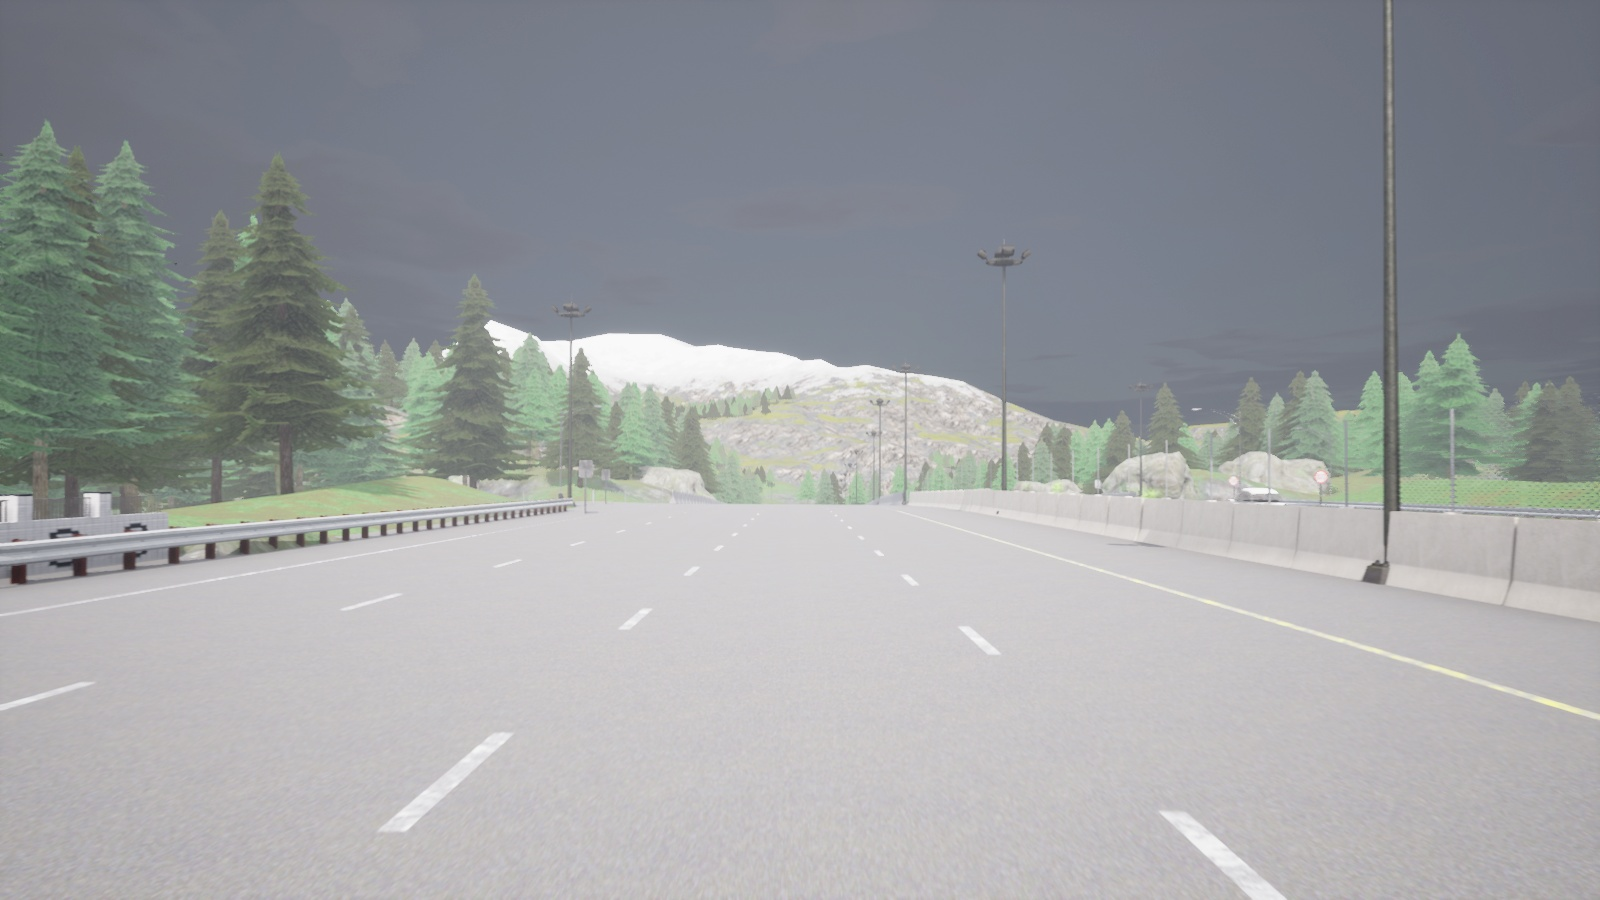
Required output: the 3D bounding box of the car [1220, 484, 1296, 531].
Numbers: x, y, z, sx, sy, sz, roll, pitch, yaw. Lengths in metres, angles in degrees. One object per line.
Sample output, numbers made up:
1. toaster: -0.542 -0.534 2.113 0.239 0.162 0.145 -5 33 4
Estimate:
1. car: 13.909 1.731 38.232 1.481 1.376 2.207 0 -1 0
